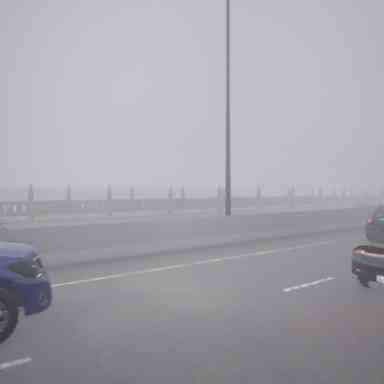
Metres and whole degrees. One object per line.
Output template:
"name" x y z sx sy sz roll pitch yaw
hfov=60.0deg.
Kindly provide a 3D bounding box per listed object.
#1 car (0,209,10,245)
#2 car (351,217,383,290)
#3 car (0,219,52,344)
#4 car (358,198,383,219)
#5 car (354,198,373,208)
"car" -10.624 1.549 13.611 5.357 1.411 2.033 0 0 -35
"car" 5.674 1.468 7.794 4.902 1.511 2.128 0 0 -35
"car" -4.952 1.225 4.498 5.566 2.045 2.150 0 0 -35
"car" 9.883 1.308 15.113 4.553 1.767 2.097 0 0 -36
"car" 22.227 1.452 41.955 4.181 1.385 1.994 0 0 -37
